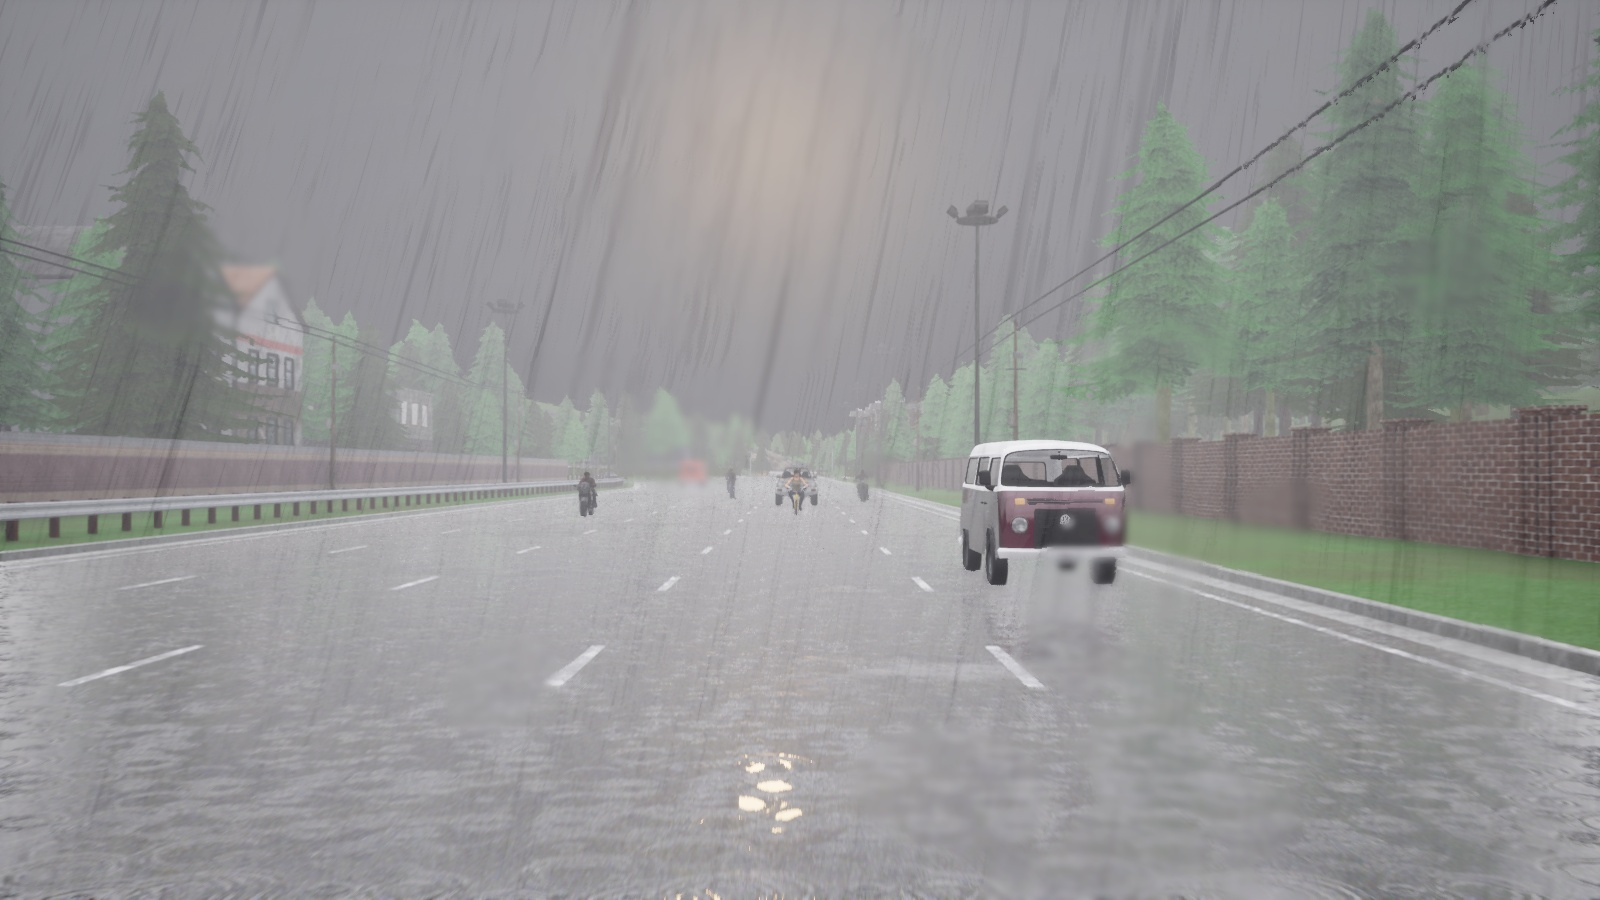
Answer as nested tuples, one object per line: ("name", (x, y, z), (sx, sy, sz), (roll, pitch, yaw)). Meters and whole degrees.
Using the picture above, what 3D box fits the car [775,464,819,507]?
("car", (-0.142, 1.592, 57.577), (1.932, 1.855, 4.605), (0, 0, 0))

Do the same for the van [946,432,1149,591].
("van", (3.454, 0.833, 18.460), (2.069, 2.038, 4.480), (0, -1, 0))

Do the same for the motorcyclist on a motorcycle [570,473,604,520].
("motorcyclist on a motorcycle", (-7.101, 1.528, 41.997), (0.797, 1.523, 2.044), (0, -1, 0))
